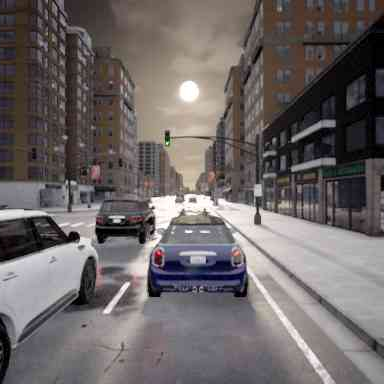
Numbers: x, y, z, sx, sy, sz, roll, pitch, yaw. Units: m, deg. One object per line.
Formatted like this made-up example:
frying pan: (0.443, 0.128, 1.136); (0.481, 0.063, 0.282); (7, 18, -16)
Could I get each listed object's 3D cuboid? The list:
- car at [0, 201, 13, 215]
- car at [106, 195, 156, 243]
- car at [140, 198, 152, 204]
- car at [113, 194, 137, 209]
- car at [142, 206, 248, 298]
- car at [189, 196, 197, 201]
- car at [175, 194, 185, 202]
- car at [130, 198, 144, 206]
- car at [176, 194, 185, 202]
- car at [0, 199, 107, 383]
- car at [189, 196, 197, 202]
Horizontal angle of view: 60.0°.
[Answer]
car: (-22.048, 1.708, 35.887); (4.313, 1.339, 1.947); (0, 0, 0)
car: (-3.105, 1.279, 16.458); (2.150, 2.045, 5.566); (0, 0, 0)
car: (-9.551, 1.851, 69.923); (1.895, 1.301, 4.718); (0, 0, 0)
car: (-9.676, 1.392, 48.516); (2.150, 2.045, 5.566); (0, 0, 2)
car: (0.121, 1.380, 8.729); (2.097, 1.767, 4.553); (0, 0, 0)
car: (0.252, 1.770, 88.065); (1.994, 1.385, 4.181); (0, 0, 0)
car: (-3.028, 1.825, 77.653); (2.033, 1.411, 5.357); (0, 0, 0)
car: (-9.656, 1.737, 58.862); (1.812, 1.442, 4.674); (0, 0, 0)
car: (-2.998, 1.443, 88.106); (2.150, 2.045, 5.566); (0, 0, 0)
car: (-3.142, 1.239, 4.955); (2.150, 2.045, 5.566); (0, 0, 1)
car: (0.224, 1.811, 78.057); (1.812, 1.442, 4.674); (0, 0, 0)
